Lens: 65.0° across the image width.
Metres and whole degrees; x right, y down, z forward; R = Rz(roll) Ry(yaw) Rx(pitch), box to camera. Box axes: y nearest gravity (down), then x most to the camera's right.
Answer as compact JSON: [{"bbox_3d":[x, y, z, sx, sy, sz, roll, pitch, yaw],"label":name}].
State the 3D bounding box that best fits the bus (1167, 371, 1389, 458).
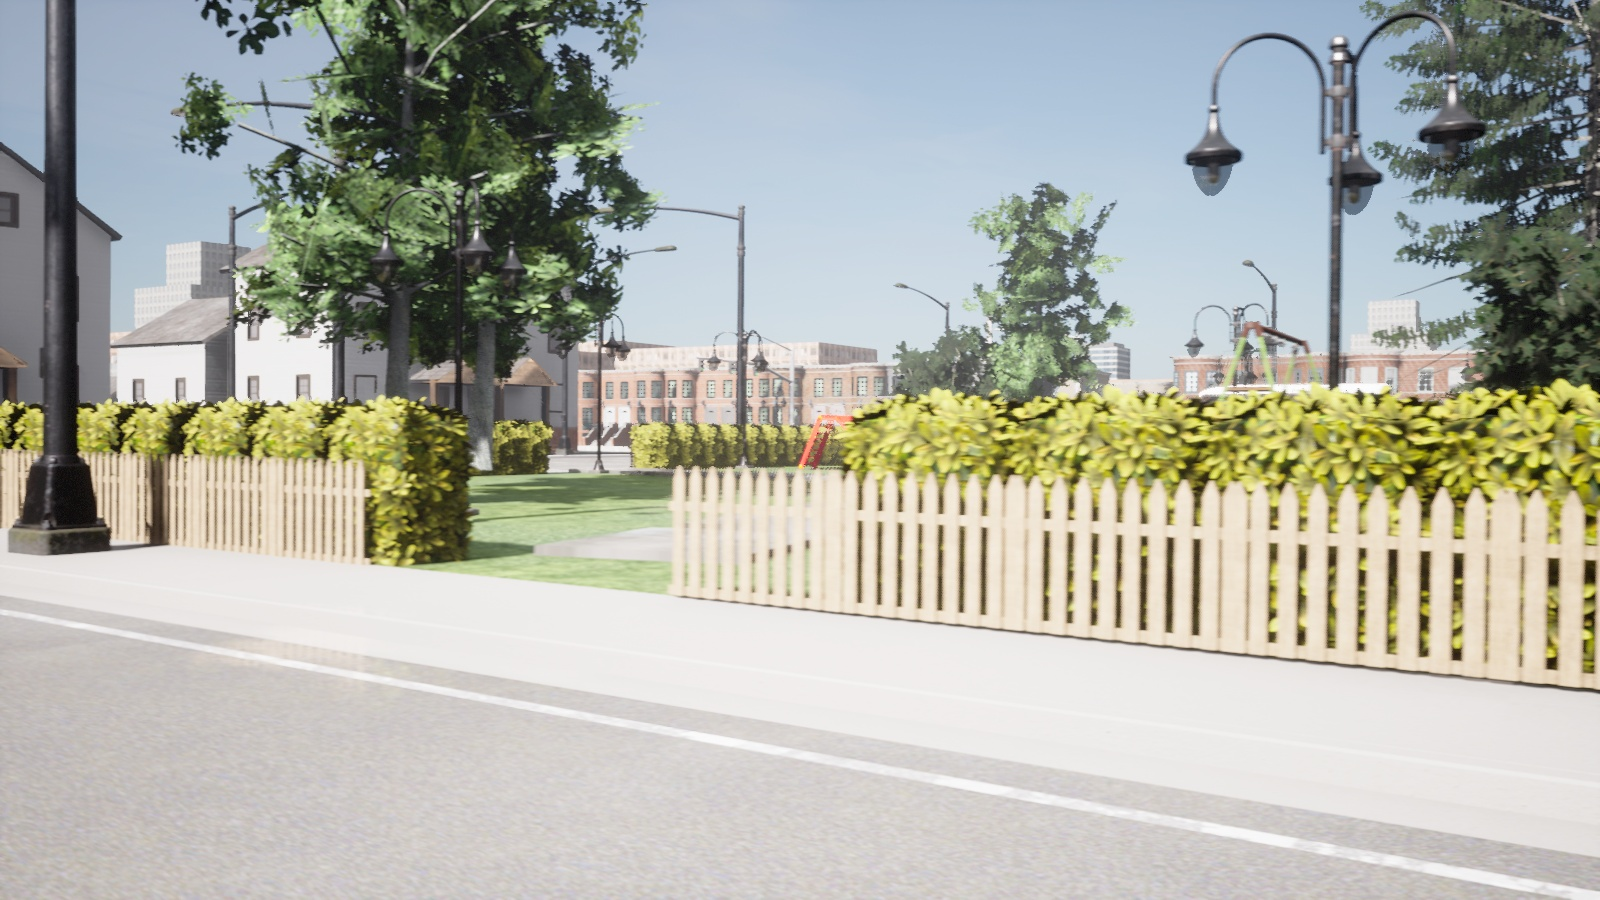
[{"bbox_3d":[24.978,-1.771,65.870,10.273,4.253,3.944,0,1,33],"label":"bus"}]
